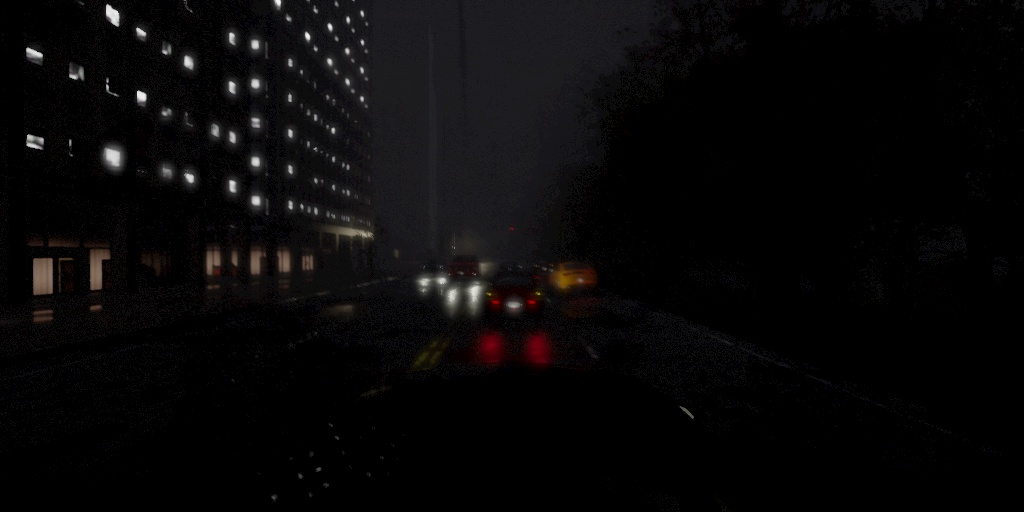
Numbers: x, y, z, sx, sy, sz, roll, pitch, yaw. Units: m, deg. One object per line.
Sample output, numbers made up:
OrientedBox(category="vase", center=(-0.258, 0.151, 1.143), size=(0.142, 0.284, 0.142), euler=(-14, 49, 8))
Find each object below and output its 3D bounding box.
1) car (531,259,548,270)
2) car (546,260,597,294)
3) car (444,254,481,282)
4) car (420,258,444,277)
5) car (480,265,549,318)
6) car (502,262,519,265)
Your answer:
OrientedBox(category="car", center=(2.942, 1.076, 35.147), size=(1.812, 1.442, 4.674), euler=(-3, -1, -2))
OrientedBox(category="car", center=(3.264, 1.108, 19.732), size=(1.882, 1.535, 5.008), euler=(-3, -1, -1))
OrientedBox(category="car", center=(-3.557, 0.854, 27.743), size=(2.150, 2.045, 5.566), euler=(0, 0, -1))
OrientedBox(category="car", center=(-6.945, 0.959, 32.896), size=(2.097, 1.767, 4.553), euler=(0, 0, -2))
OrientedBox(category="car", center=(0.063, 1.225, 12.551), size=(1.812, 1.442, 4.674), euler=(0, 0, 0))
OrientedBox(category="car", center=(-0.166, 1.171, 29.387), size=(2.033, 1.411, 5.357), euler=(0, 0, -1))
